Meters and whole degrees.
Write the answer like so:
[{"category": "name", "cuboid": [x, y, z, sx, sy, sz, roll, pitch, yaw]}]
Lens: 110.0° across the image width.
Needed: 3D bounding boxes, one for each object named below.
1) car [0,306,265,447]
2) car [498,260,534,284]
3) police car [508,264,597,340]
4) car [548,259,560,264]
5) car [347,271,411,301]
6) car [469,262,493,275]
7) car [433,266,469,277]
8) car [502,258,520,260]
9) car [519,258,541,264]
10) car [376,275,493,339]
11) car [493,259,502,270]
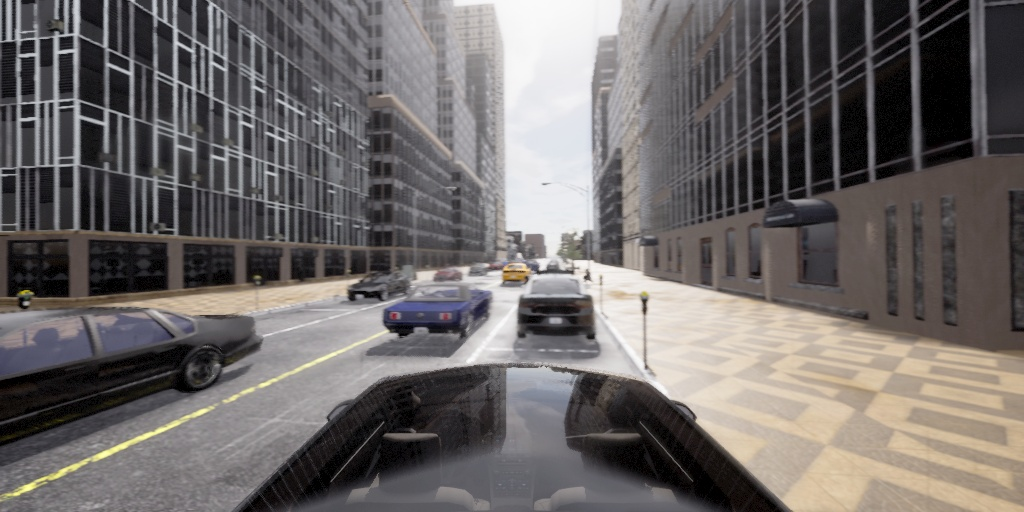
[{"category": "car", "cuboid": [-5.770, 1.376, 4.282, 2.033, 1.411, 5.357, -1, 0, 7]}, {"category": "car", "cuboid": [0.400, 1.328, 27.882, 1.882, 1.535, 5.008, -1, 0, 7]}, {"category": "police car", "cuboid": [1.259, 1.196, 10.278, 1.930, 1.638, 5.238, -1, 0, 7]}, {"category": "car", "cuboid": [5.225, 1.424, 45.546, 1.948, 1.339, 4.313, 0, 0, 7]}, {"category": "car", "cuboid": [-6.615, 1.461, 18.354, 1.948, 1.339, 4.313, 0, 0, 7]}, {"category": "car", "cuboid": [-3.794, 1.498, 40.948, 2.007, 1.370, 4.403, 0, 0, 7]}, {"category": "car", "cuboid": [-5.204, 1.504, 29.649, 1.802, 1.307, 4.207, 0, 0, 7]}, {"category": "car", "cuboid": [0.110, 1.456, 50.596, 1.837, 1.490, 4.892, -1, -1, 7]}, {"category": "car", "cuboid": [2.517, 1.242, 45.658, 2.097, 1.767, 4.553, -1, 0, 7]}, {"category": "car", "cuboid": [-1.787, 1.408, 10.364, 1.895, 1.301, 4.718, -1, 0, 7]}, {"category": "car", "cuboid": [-2.384, 1.517, 52.244, 1.888, 1.381, 4.507, 0, 0, 7]}]
